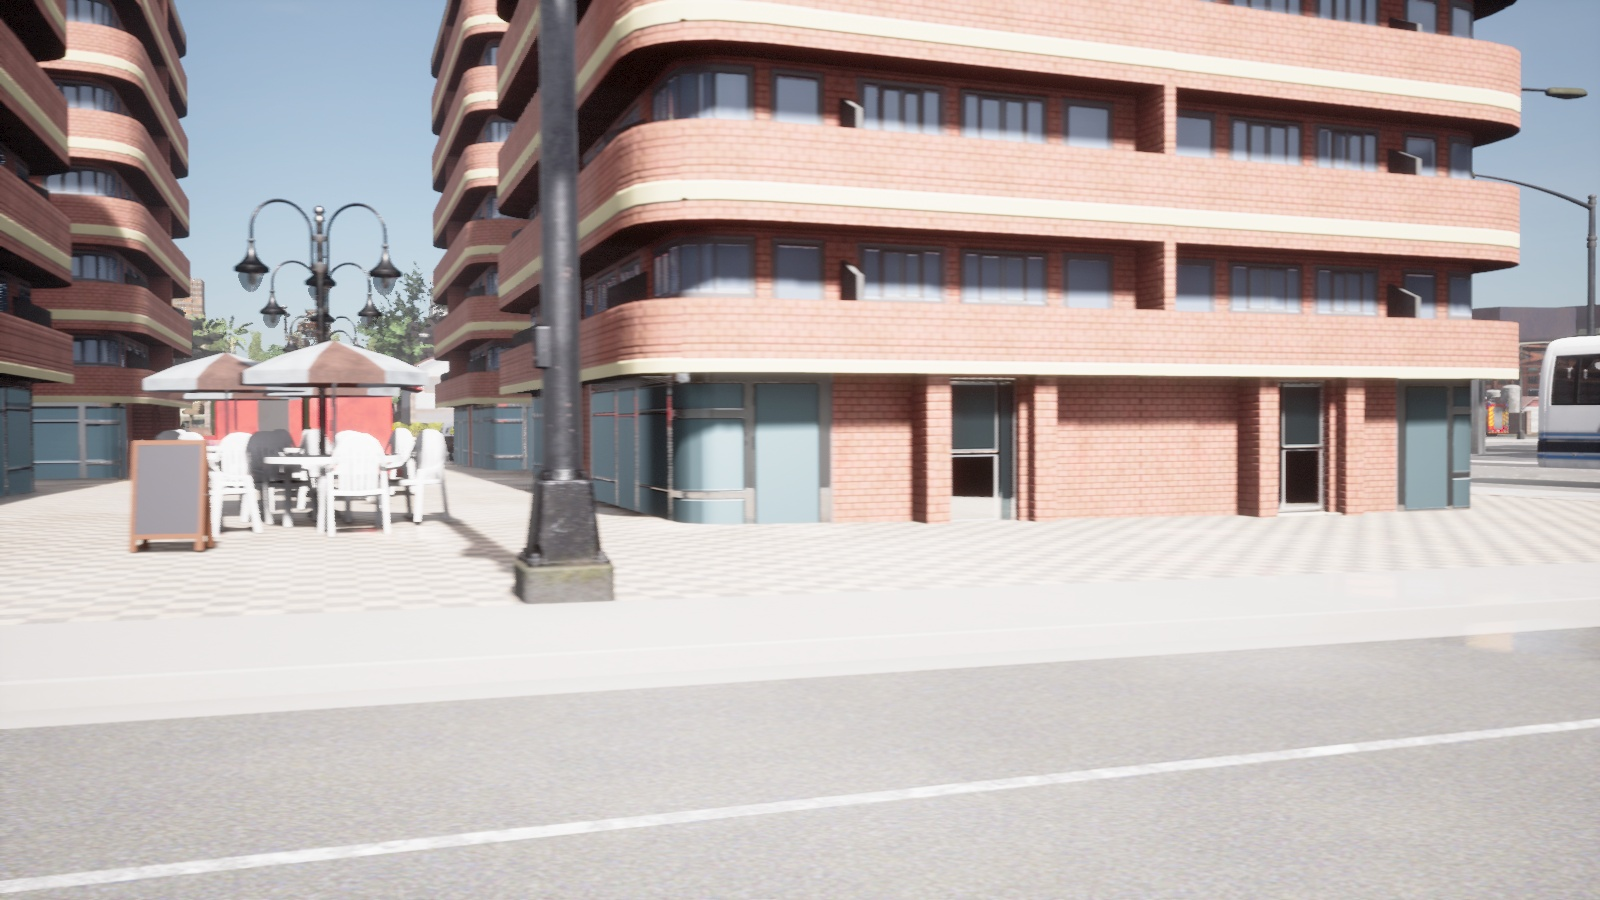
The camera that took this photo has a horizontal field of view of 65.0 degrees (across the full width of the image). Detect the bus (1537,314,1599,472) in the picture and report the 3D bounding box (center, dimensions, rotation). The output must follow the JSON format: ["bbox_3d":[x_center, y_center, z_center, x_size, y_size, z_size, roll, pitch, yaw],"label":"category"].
[{"bbox_3d":[24.689,-1.559,31.519,3.944,4.253,10.273,-2,1,-24],"label":"bus"}]

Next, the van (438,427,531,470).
[{"bbox_3d":[-16.540,-0.100,65.839,4.480,2.038,2.069,-2,1,-21],"label":"van"}]
